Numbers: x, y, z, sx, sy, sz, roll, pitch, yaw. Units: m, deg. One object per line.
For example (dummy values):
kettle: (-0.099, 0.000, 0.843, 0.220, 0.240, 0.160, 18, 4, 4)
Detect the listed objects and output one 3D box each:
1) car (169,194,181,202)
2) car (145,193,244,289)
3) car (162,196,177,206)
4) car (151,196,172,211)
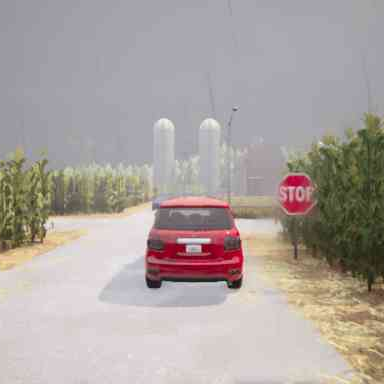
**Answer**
car: (-3.251, 1.187, 65.379, 2.033, 1.411, 5.357, 0, 1, 0)
car: (0.078, 1.172, 9.201, 2.150, 2.045, 5.566, 0, 1, 1)
car: (-3.298, 1.303, 48.698, 1.895, 1.301, 4.718, 0, 0, 0)
car: (-3.279, 1.214, 36.769, 1.882, 1.535, 5.008, 0, 0, 0)
